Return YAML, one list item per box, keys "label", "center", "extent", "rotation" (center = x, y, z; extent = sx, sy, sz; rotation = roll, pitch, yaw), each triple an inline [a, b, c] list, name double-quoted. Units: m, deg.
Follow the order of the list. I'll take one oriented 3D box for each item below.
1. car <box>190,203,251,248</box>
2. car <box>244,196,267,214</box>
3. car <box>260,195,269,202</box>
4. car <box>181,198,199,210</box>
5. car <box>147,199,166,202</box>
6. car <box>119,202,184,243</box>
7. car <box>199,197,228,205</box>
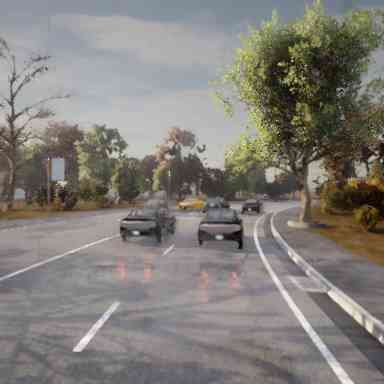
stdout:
- label: "car"
  center: [1.378, 1.497, 14.971]
  extent: [2.128, 1.511, 4.902]
  rotation: [0, 0, 8]
- label: "car"
  center: [6.703, 1.533, 36.376]
  extent: [1.837, 1.490, 4.892]
  rotation: [0, 0, 19]
- label: "car"
  center: [15.645, 1.502, 74.388]
  extent: [1.837, 1.490, 4.892]
  rotation: [1, 0, 38]
- label: "car"
  center: [-0.128, 1.465, 38.598]
  extent: [1.882, 1.535, 5.008]
  rotation: [0, 0, 20]
- label: "car"
  center: [-4.153, 1.492, 37.648]
  extent: [1.812, 1.442, 4.674]
  rotation: [0, 0, 19]
- label: "car"
  center: [-1.973, 1.482, 16.179]
  extent: [2.128, 1.511, 4.902]
  rotation: [0, 0, 8]
- label: "car"
  center: [2.671, 1.358, 35.352]
  extent: [2.097, 1.767, 4.553]
  rotation: [0, 0, 18]
